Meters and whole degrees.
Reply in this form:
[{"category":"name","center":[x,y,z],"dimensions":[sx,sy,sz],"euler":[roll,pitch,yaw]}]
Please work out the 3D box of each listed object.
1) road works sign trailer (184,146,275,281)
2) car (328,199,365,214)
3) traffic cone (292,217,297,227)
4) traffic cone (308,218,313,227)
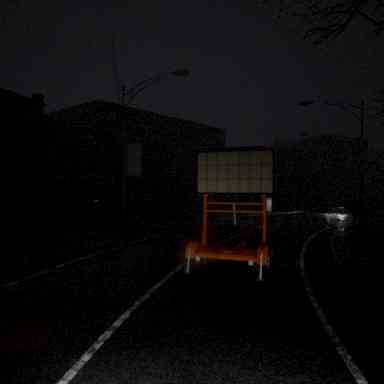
[{"category":"road works sign trailer","center":[1.319,0.460,10.119],"dimensions":[2.380,3.560,2.880],"euler":[0,0,21]},{"category":"car","center":[16.823,1.554,36.040],"dimensions":[4.892,1.490,1.837],"euler":[1,0,-34]},{"category":"traffic cone","center":[6.748,1.967,21.914],"dimensions":[0.340,0.580,0.340],"euler":[1,0,23]},{"category":"traffic cone","center":[7.669,1.979,21.525],"dimensions":[0.340,0.580,0.340],"euler":[1,0,23]}]
